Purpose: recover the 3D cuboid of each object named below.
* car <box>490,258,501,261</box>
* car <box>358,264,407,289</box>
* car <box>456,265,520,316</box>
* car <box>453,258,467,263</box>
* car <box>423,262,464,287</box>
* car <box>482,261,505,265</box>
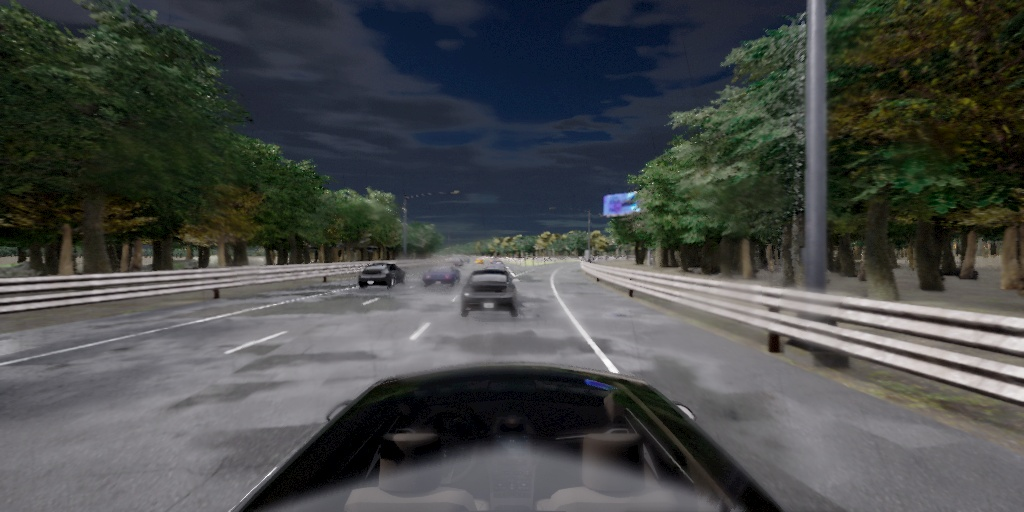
[{"bbox_3d":[-1.728,1.266,41.899,1.994,1.385,4.181,0,0,-2],"label":"car"},{"bbox_3d":[-8.013,1.213,22.567,1.837,1.490,4.892,0,0,-2],"label":"car"},{"bbox_3d":[-0.781,1.246,13.260,1.837,1.490,4.892,0,0,-2],"label":"car"},{"bbox_3d":[-9.406,1.246,62.357,2.033,1.411,5.357,0,0,-3],"label":"car"},{"bbox_3d":[-4.593,1.314,24.204,1.895,1.301,4.718,0,0,-2],"label":"car"},{"bbox_3d":[-1.328,1.314,29.757,1.895,1.301,4.718,0,0,-2],"label":"car"}]
